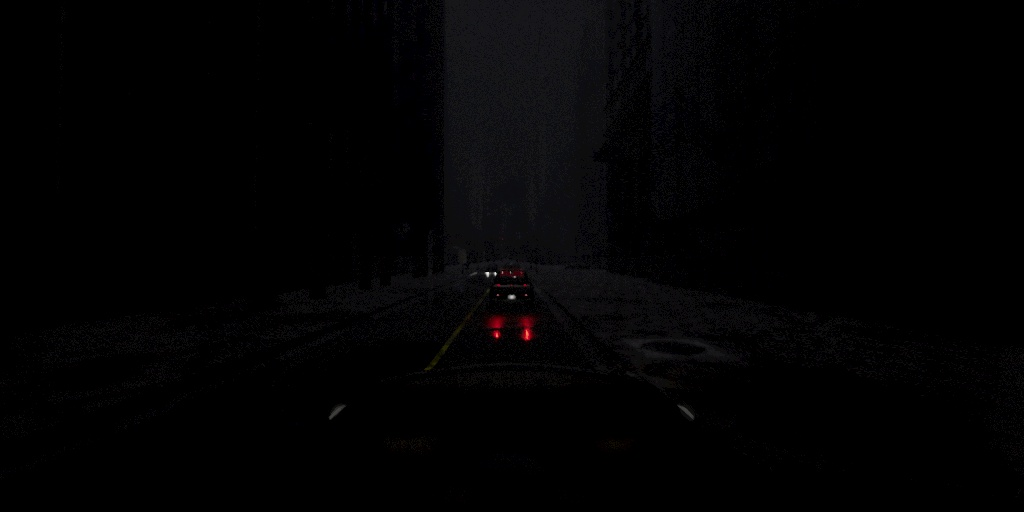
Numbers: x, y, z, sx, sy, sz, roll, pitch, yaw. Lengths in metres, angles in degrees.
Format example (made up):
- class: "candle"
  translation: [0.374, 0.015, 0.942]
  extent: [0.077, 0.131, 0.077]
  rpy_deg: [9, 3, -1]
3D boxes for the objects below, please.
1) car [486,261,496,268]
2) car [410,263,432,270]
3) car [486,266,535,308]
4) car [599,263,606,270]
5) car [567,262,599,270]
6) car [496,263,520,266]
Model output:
- class: "car"
  translation: [-3.016, 1.825, 56.066]
  extent: [2.033, 1.411, 5.357]
  rpy_deg: [0, -1, 0]
- class: "car"
  translation: [-14.609, 1.770, 62.404]
  extent: [4.829, 1.417, 1.751]
  rpy_deg: [0, 0, 0]
- class: "car"
  translation: [0.001, 1.380, 16.162]
  extent: [2.128, 1.511, 4.902]
  rpy_deg: [0, 0, 0]
- class: "car"
  translation: [17.980, 1.914, 62.520]
  extent: [4.313, 1.339, 1.948]
  rpy_deg: [0, 0, 0]
- class: "car"
  translation: [12.310, 1.878, 62.500]
  extent: [4.403, 1.370, 2.007]
  rpy_deg: [0, 0, 0]
- class: "car"
  translation: [-0.007, 1.382, 30.942]
  extent: [2.097, 1.767, 4.553]
  rpy_deg: [0, -1, 0]
